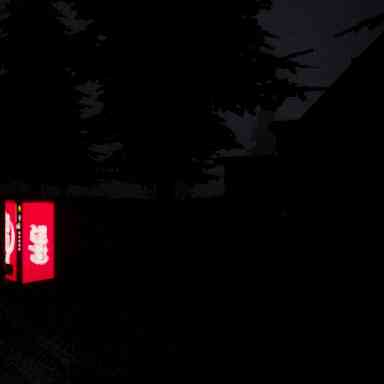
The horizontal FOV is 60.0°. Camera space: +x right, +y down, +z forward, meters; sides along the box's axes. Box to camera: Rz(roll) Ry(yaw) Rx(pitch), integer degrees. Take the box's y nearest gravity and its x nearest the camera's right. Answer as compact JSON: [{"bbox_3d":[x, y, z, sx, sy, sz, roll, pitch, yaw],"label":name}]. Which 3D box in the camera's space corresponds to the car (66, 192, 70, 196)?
[{"bbox_3d":[-20.506,1.329,62.087,5.027,1.636,2.152,0,0,-23],"label":"car"}]

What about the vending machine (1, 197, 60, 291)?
[{"bbox_3d":[-3.998,1.195,8.252,1.100,2.100,0.880,0,0,-44],"label":"vending machine"}]

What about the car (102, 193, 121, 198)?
[{"bbox_3d":[-18.078,1.318,75.991,3.633,1.501,1.845,0,0,-23],"label":"car"}]

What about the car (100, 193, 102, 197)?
[{"bbox_3d":[-21.948,1.296,85.204,4.514,1.523,2.007,0,0,-23],"label":"car"}]

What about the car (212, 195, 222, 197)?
[{"bbox_3d":[4.725,1.373,69.414,3.633,1.501,1.845,0,0,-23],"label":"car"}]

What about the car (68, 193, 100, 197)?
[{"bbox_3d":[-19.231,1.338,59.221,4.514,1.523,2.007,0,0,-23],"label":"car"}]
